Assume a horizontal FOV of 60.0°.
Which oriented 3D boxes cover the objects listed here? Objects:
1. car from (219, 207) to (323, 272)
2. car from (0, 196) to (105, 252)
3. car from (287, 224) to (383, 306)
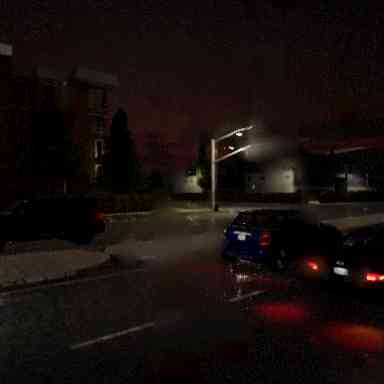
[{"bbox_3d":[3.084,1.332,10.979,4.553,1.767,2.097,0,0,-39],"label":"car"},{"bbox_3d":[-6.387,1.215,13.710,5.566,2.045,2.150,0,0,-39],"label":"car"},{"bbox_3d":[4.745,1.529,7.818,5.357,1.411,2.033,0,0,-39],"label":"car"}]
